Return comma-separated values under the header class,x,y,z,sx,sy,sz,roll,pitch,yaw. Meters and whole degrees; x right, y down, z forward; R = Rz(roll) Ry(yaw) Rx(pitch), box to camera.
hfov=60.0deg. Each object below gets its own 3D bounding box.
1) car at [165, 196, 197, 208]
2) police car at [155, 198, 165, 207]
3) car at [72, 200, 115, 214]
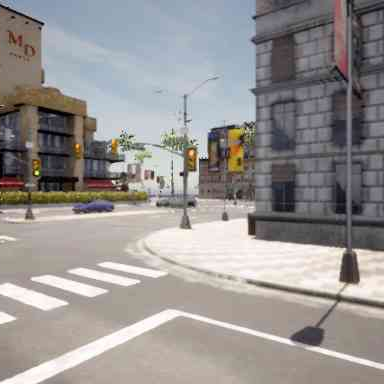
class,x,y,z,sx,sy,sz,roll,pitch,yaw
car,-1.231,1.358,47.508,2.097,1.767,4.553,0,0,36
police car,-3.497,1.509,50.349,2.038,1.542,4.974,0,0,36
car,-10.311,1.530,35.097,1.812,1.442,4.674,0,0,36
